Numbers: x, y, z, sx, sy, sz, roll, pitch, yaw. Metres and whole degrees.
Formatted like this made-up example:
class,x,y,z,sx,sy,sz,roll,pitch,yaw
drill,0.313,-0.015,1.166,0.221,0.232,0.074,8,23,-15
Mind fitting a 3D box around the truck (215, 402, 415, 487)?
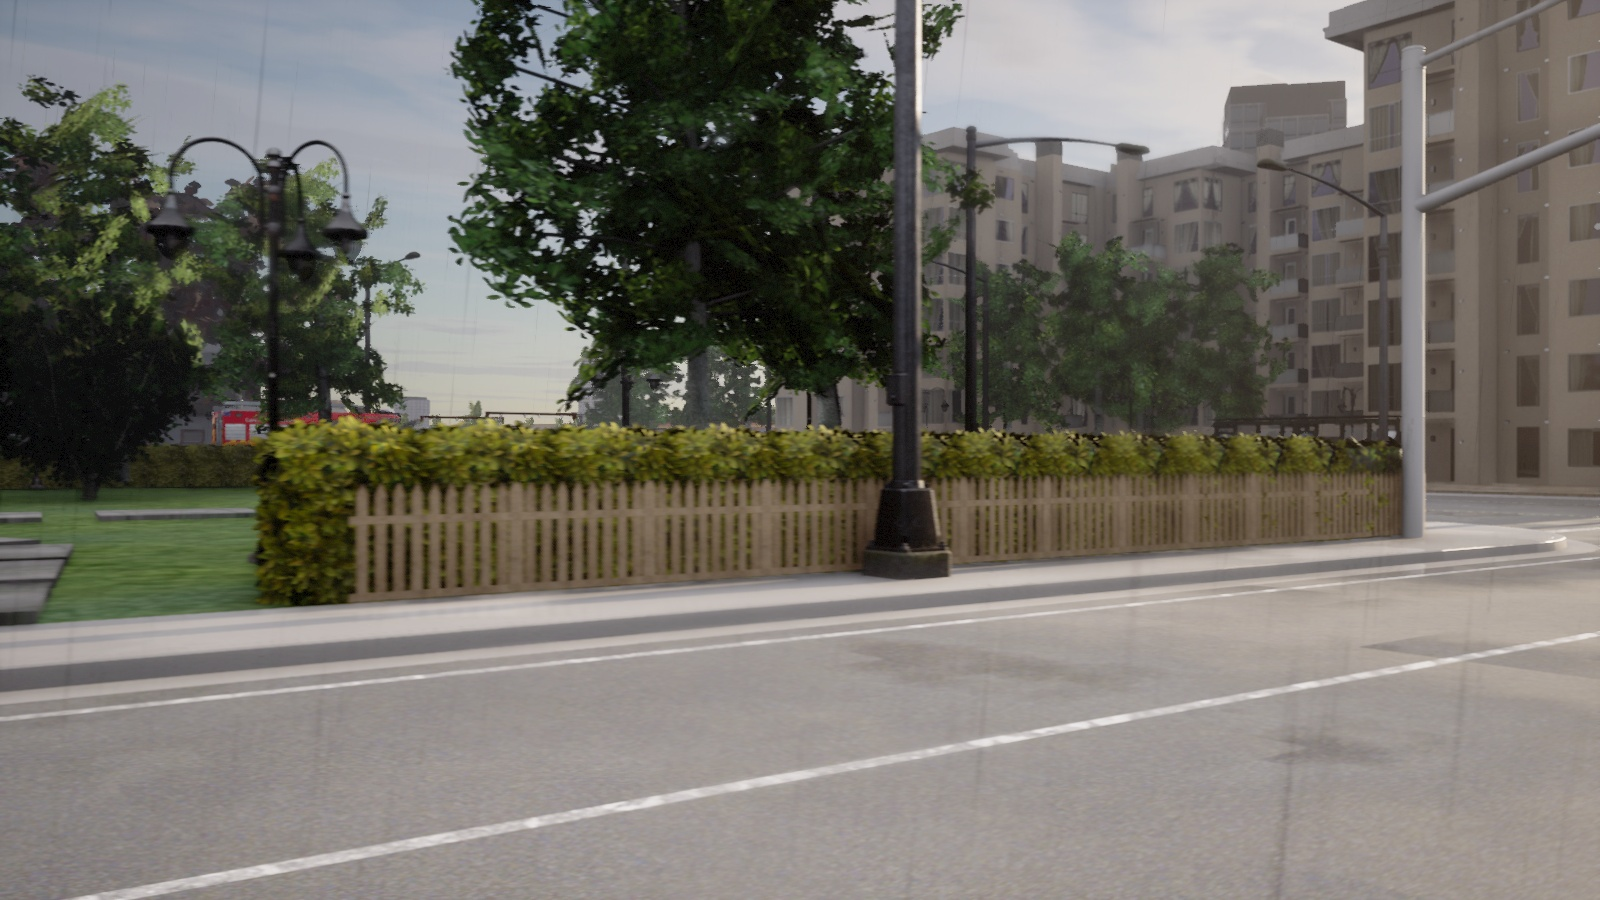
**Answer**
class,x,y,z,sx,sy,sz,roll,pitch,yaw
truck,-23.061,-0.235,59.920,8.468,3.827,2.891,0,0,-35
